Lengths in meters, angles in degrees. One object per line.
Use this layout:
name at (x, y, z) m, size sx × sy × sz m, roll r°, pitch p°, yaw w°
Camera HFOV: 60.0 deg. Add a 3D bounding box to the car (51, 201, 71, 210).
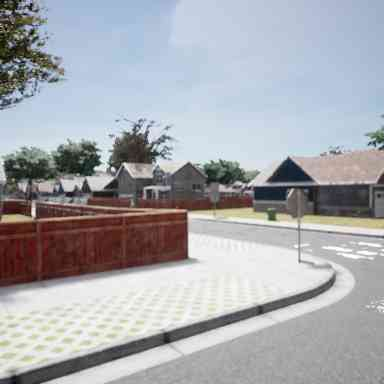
car at (-18.537, 1.919, 46.891) m, size 1.895 × 1.301 × 4.718 m, roll 0°, pitch 0°, yaw -35°
